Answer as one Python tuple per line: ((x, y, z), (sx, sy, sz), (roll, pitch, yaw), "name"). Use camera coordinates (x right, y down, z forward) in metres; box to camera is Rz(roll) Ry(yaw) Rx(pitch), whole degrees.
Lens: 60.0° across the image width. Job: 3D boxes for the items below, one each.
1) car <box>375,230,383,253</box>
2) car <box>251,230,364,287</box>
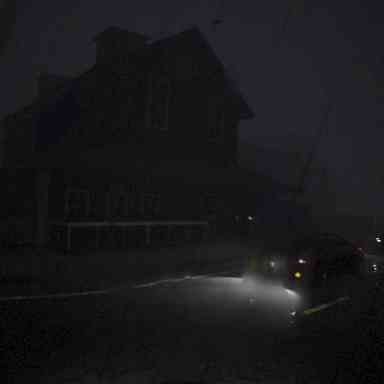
((11.180, 2.410, 17.197), (4.892, 1.490, 1.837), (4, -2, -42), "car")
((3.788, 1.954, 10.591), (4.181, 1.385, 1.994), (4, -2, -42), "car")
